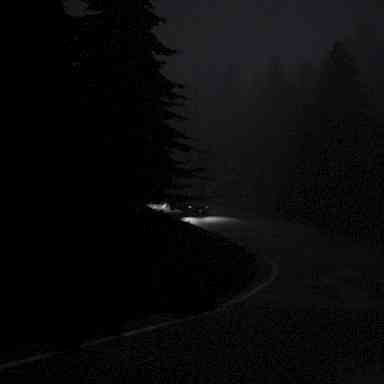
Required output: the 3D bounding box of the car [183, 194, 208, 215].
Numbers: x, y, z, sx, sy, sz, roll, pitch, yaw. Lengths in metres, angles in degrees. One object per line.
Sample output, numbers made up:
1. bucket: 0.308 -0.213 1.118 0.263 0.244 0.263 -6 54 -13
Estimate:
1. car: -0.363 0.948 27.154 1.812 1.442 4.674 0 4 -25
